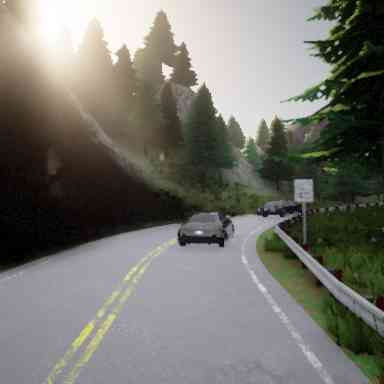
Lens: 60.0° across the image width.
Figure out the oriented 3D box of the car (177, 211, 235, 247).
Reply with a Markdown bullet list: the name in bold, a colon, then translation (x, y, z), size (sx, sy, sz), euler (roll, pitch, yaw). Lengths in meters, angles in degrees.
- **car**: translation (0.732, 1.539, 14.966), size (1.994, 1.385, 4.181), euler (-1, 0, 13)

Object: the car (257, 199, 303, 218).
- **car**: translation (7.376, 1.326, 27.324), size (2.033, 1.411, 5.357), euler (-4, -2, 43)
